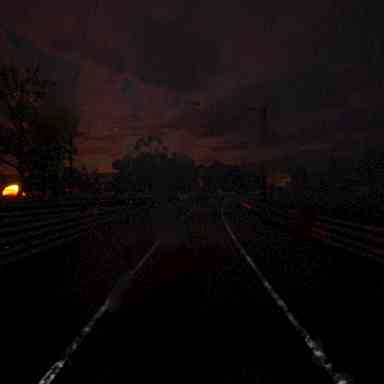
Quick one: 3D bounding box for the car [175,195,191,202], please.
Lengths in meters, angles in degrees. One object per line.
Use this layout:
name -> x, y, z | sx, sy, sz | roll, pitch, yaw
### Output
car -> -1.592, 1.411, 73.114 | 1.812, 1.442, 4.674 | 0, 0, 14

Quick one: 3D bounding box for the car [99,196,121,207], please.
car -> -11.342, 1.335, 47.094 | 1.837, 1.490, 4.892 | 0, 0, 12

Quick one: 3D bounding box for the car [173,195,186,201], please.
car -> -3.100, 1.405, 81.194 | 1.837, 1.490, 4.892 | 0, 0, 15

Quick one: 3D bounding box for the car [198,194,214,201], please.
car -> 2.913, 1.249, 76.553 | 2.097, 1.767, 4.553 | 0, 0, 15

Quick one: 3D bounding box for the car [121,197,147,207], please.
car -> -7.804, 1.393, 46.859 | 1.994, 1.385, 4.181 | 0, 0, 12

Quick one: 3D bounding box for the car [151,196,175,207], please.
car -> -4.274, 1.335, 46.642 | 1.837, 1.490, 4.892 | 0, 0, 12
